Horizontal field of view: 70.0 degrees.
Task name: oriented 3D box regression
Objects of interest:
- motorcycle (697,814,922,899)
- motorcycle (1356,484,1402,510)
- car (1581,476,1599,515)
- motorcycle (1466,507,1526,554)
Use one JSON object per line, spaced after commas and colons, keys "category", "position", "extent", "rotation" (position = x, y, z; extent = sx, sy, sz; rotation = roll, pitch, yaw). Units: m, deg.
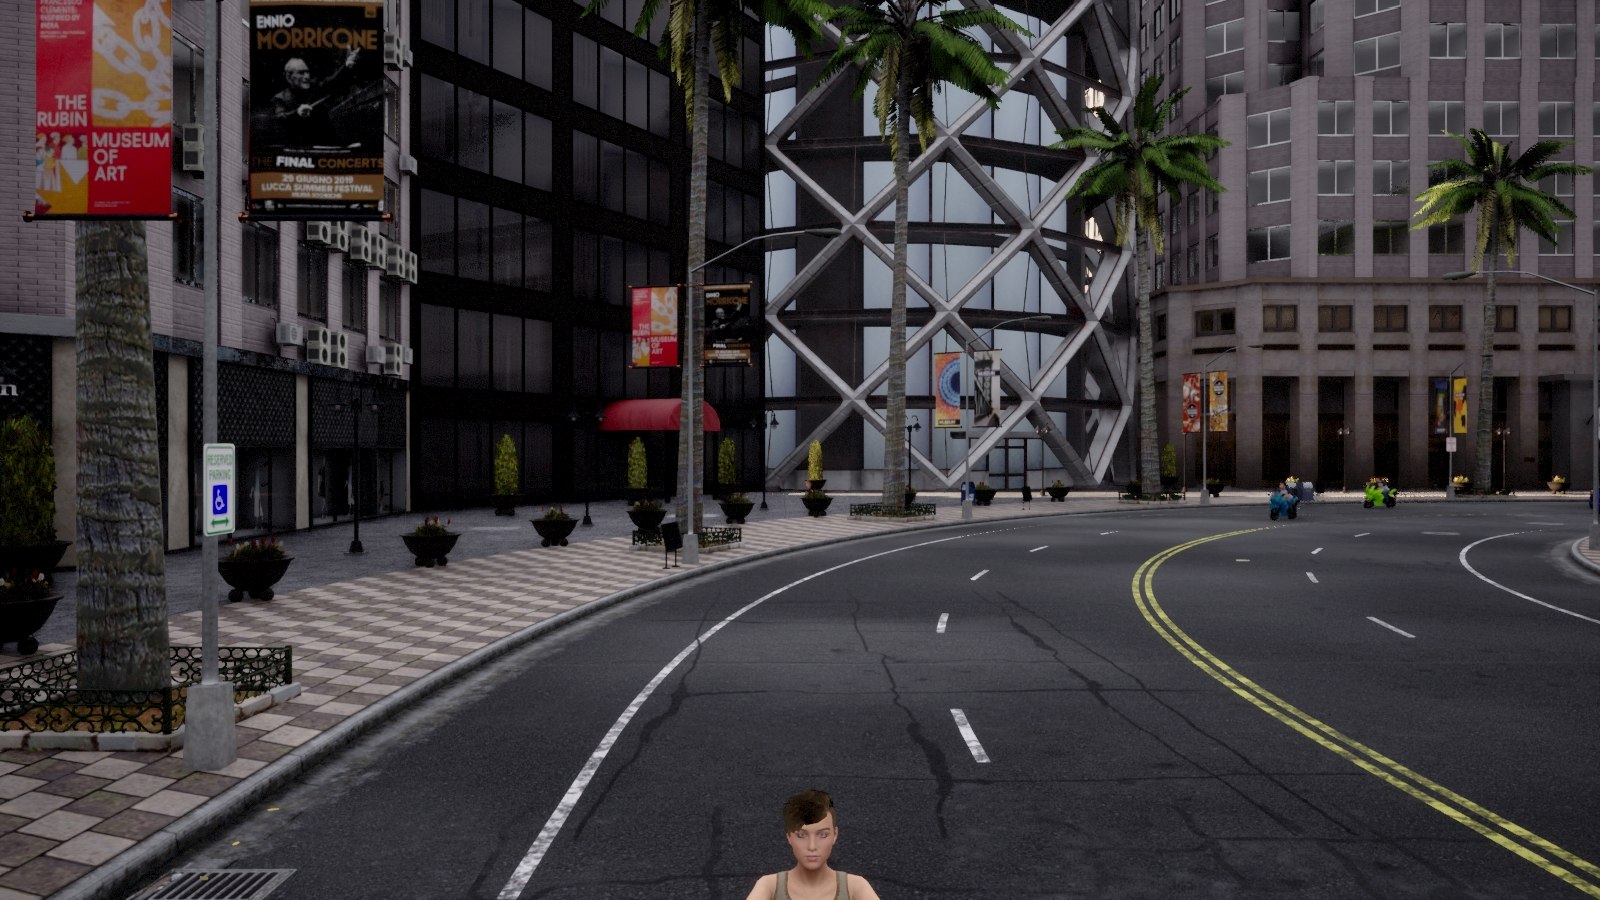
{"category": "motorcycle", "position": [0.030, 2.170, 3.616], "extent": [0.764, 1.277, 2.356], "rotation": [0, 0, 1]}
{"category": "motorcycle", "position": [27.452, 2.213, 54.176], "extent": [2.033, 1.145, 0.803], "rotation": [0, 2, -22]}
{"category": "car", "position": [36.842, 1.968, 49.589], "extent": [4.611, 1.667, 2.242], "rotation": [0, 0, -11]}
{"category": "motorcycle", "position": [19.261, 2.213, 31.594], "extent": [2.033, 1.145, 0.803], "rotation": [0, 1, -40]}
